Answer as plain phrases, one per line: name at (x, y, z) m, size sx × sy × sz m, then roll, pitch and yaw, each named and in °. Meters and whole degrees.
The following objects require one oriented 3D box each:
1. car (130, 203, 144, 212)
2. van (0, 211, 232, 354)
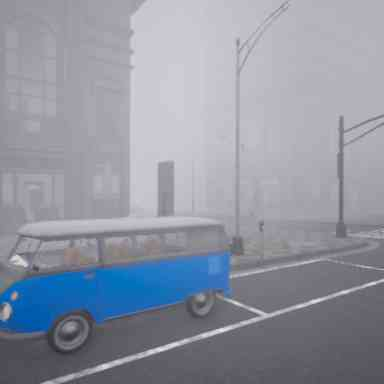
car at (-8.386, 2.296, 45.708) m, size 1.882 × 1.535 × 5.008 m, roll 0°, pitch -1°, yaw -35°
van at (-1.159, 1.353, 5.826) m, size 3.998 × 1.788 × 1.690 m, roll 0°, pitch 0°, yaw -36°
